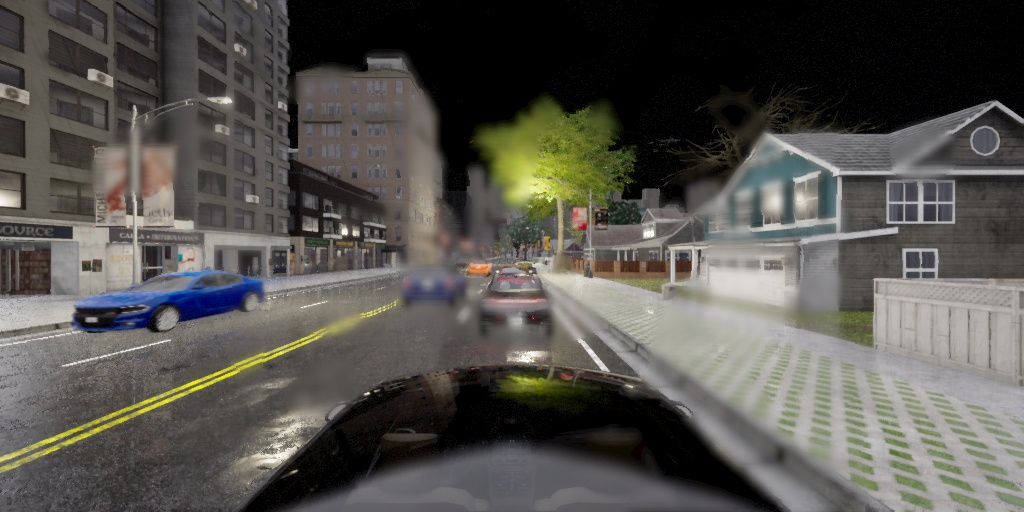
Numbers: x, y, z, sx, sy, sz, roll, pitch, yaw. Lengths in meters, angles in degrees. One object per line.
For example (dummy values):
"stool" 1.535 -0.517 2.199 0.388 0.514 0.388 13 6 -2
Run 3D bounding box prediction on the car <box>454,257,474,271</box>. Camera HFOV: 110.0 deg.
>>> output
"car" -6.548 1.055 49.090 2.097 1.767 4.553 0 0 0

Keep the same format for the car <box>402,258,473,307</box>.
"car" -3.134 1.096 15.515 2.097 1.767 4.553 0 0 0

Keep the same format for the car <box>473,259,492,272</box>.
"car" -3.111 1.074 35.984 2.097 1.767 4.553 0 0 0

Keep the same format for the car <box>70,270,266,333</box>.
"car" -9.839 1.225 10.889 1.882 1.535 5.008 0 0 0

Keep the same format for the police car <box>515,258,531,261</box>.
"police car" 1.005 1.155 29.608 1.930 1.638 5.238 0 0 0

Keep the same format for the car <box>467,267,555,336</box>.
"car" 0.112 1.239 10.375 2.128 1.511 4.902 0 0 0

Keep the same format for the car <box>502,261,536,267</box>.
"car" 0.120 1.219 19.879 1.882 1.535 5.008 0 0 0

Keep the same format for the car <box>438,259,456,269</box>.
"car" -9.790 1.201 54.493 1.837 1.490 4.892 0 0 0
